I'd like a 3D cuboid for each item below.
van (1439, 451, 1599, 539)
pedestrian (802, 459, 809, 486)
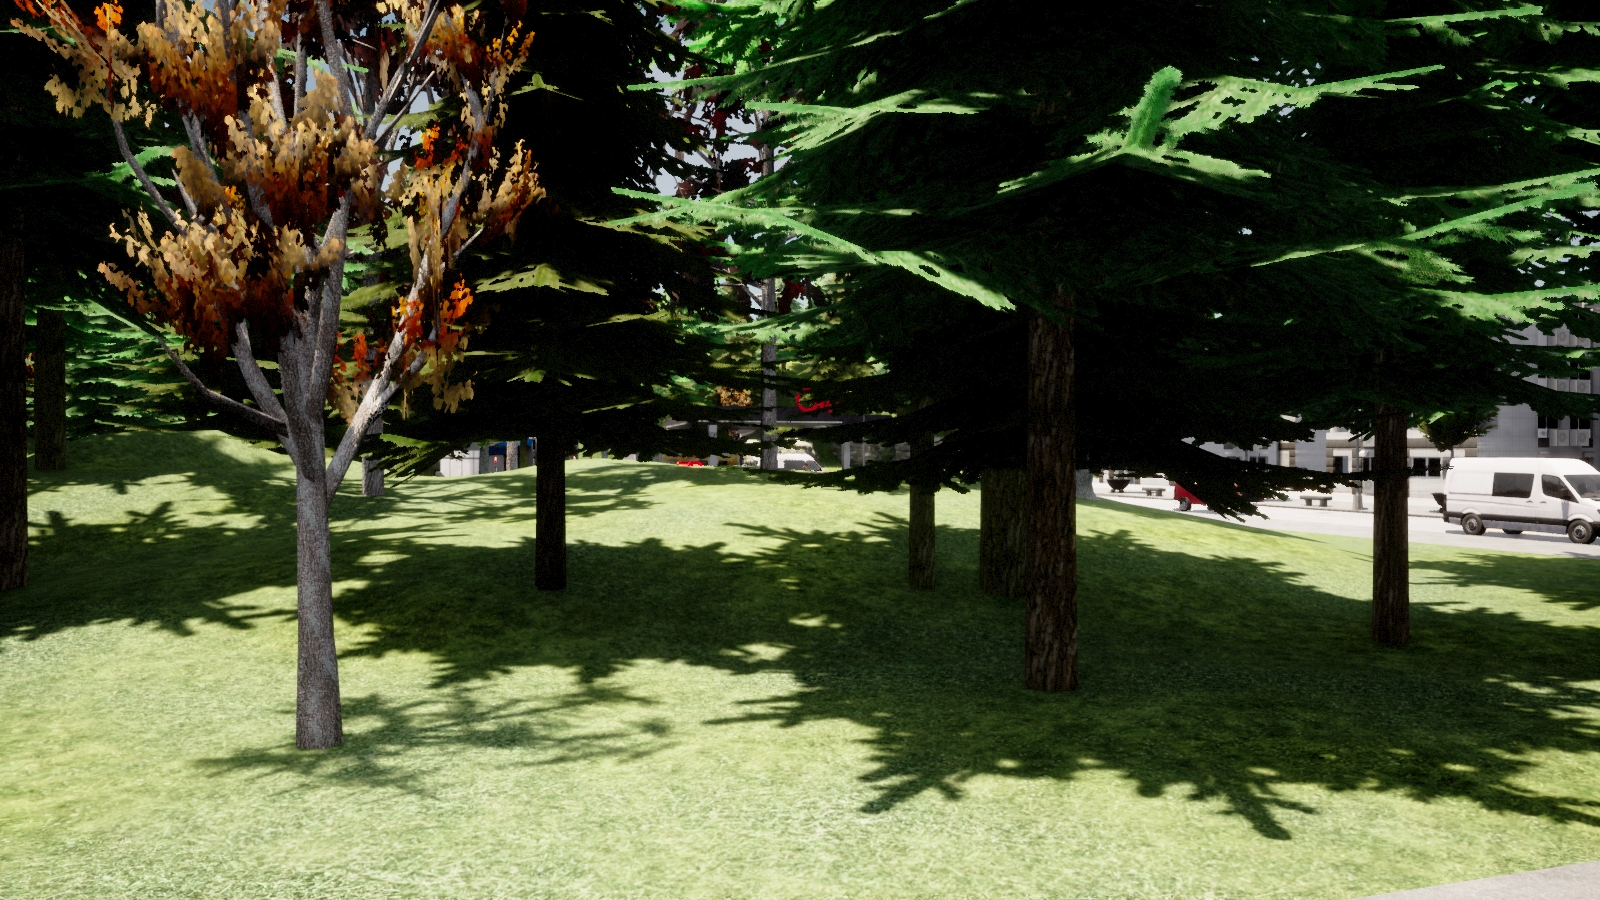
[{"bbox_3d":[23.412,1.315,36.018,1.988,2.561,5.915,0,0,-18],"label":"van"},{"bbox_3d":[0.363,1.525,77.272,0.375,1.860,0.375,0,0,-18],"label":"pedestrian"}]
